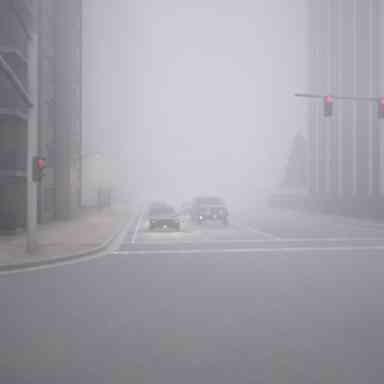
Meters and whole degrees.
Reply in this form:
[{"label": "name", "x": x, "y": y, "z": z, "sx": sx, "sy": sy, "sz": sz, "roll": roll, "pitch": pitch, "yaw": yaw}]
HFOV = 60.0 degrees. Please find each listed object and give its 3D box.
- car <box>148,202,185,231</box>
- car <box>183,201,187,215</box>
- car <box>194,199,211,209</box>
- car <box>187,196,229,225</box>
[{"label": "car", "x": -1.882, "y": 1.627, "z": 21.793, "sx": 2.033, "sy": 1.411, "sz": 5.357, "roll": 0, "pitch": 0, "yaw": -7}, {"label": "car", "x": -0.137, "y": 1.686, "z": 35.813, "sx": 2.033, "sy": 1.411, "sz": 5.357, "roll": 0, "pitch": 0, "yaw": -7}, {"label": "car", "x": 1.573, "y": 1.765, "z": 50.922, "sx": 1.994, "sy": 1.385, "sz": 4.181, "roll": 0, "pitch": 0, "yaw": -7}, {"label": "car", "x": 1.203, "y": 1.322, "z": 25.258, "sx": 2.150, "sy": 2.045, "sz": 5.566, "roll": 0, "pitch": 0, "yaw": -7}]
